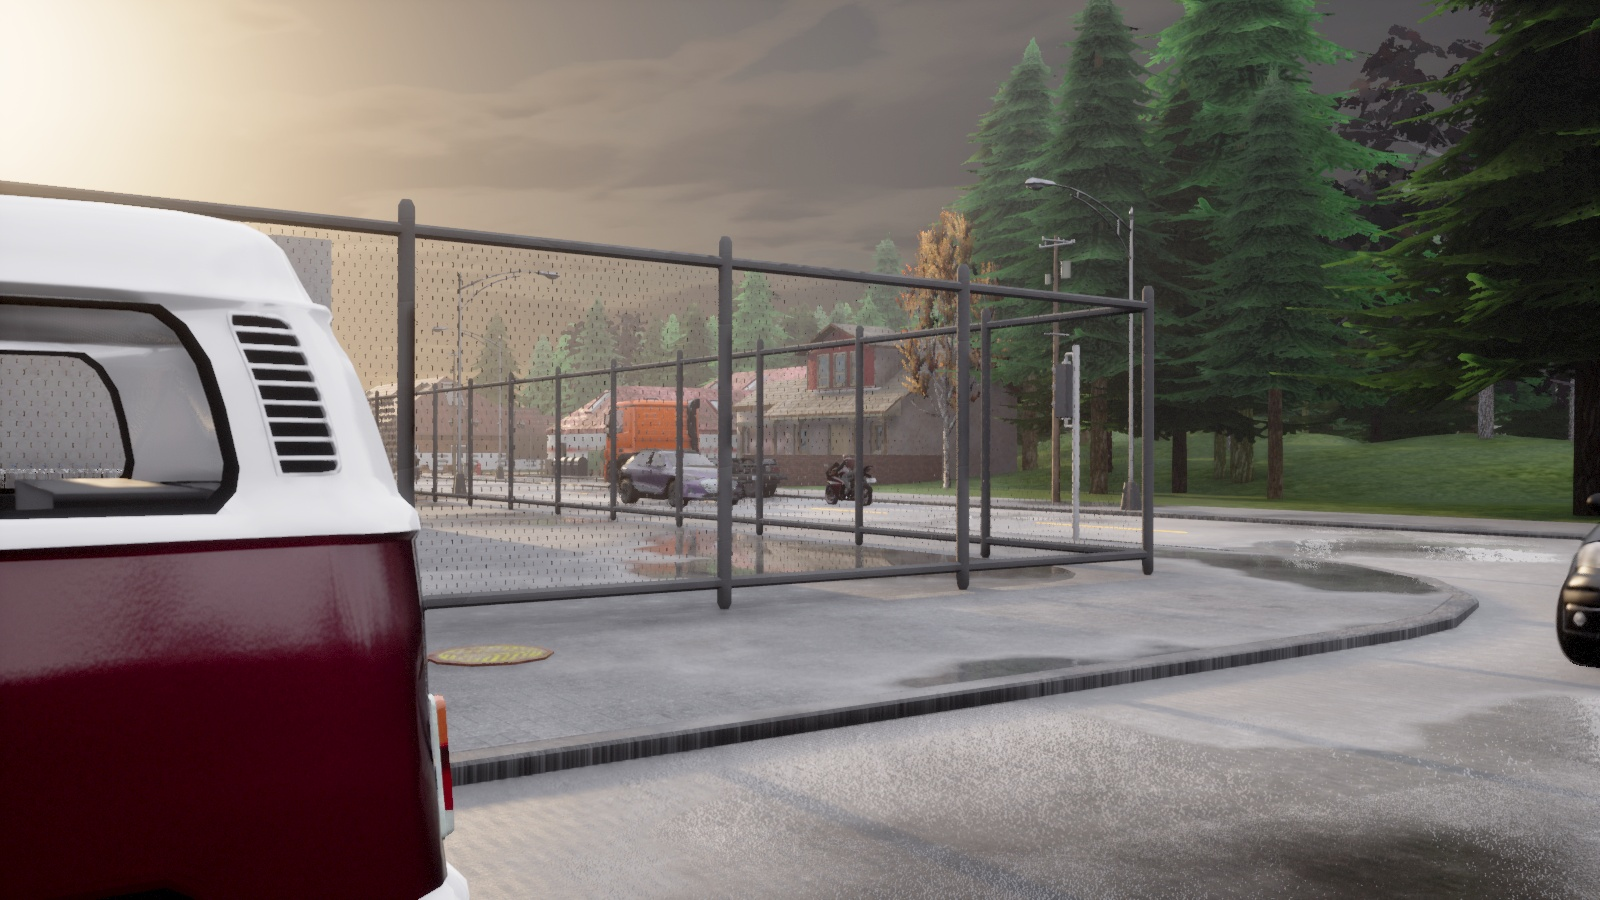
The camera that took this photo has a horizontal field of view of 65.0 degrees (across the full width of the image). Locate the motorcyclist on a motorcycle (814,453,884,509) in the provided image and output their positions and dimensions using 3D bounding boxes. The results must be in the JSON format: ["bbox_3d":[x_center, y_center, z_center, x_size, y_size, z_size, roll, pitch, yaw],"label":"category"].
[{"bbox_3d":[1.377,0.865,35.853,0.866,1.530,2.191,0,0,-35],"label":"motorcyclist on a motorcycle"}]

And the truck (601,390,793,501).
[{"bbox_3d":[-3.727,-0.123,43.236,2.891,3.462,7.936,0,0,-36],"label":"truck"}]

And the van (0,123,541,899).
[{"bbox_3d":[-2.974,0.480,2.203,4.480,2.038,2.069,0,0,-35],"label":"van"}]

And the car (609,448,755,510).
[{"bbox_3d":[-3.438,0.770,35.780,2.033,1.649,4.856,0,0,-35],"label":"car"}]

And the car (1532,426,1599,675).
[{"bbox_3d":[6.975,0.651,9.224,1.851,1.617,3.988,0,0,44],"label":"car"}]
